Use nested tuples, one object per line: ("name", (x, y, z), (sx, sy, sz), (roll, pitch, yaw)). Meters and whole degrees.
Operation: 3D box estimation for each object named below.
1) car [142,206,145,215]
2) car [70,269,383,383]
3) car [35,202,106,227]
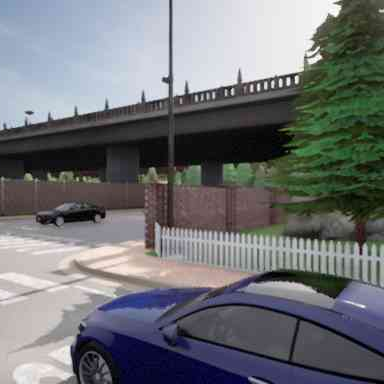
("car", (-2.608, 1.341, 31.592), (2.097, 1.767, 4.553), (0, 0, 34))
("car", (0.787, 1.522, 3.203), (4.674, 1.442, 1.812), (0, 0, 36))
("car", (-8.342, 1.467, 23.246), (1.882, 1.535, 5.008), (0, 0, 35))
